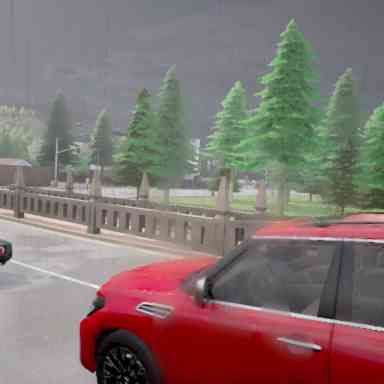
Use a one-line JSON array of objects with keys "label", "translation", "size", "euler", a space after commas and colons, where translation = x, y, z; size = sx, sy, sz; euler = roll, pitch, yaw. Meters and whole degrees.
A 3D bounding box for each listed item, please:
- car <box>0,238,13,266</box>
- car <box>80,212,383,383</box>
[{"label": "car", "translation": [-6.823, 1.338, 8.820], "size": [4.718, 1.301, 1.895], "euler": [3, 2, 35]}, {"label": "car", "translation": [1.396, 1.212, 3.002], "size": [5.566, 2.045, 2.150], "euler": [-1, -1, 35]}]
